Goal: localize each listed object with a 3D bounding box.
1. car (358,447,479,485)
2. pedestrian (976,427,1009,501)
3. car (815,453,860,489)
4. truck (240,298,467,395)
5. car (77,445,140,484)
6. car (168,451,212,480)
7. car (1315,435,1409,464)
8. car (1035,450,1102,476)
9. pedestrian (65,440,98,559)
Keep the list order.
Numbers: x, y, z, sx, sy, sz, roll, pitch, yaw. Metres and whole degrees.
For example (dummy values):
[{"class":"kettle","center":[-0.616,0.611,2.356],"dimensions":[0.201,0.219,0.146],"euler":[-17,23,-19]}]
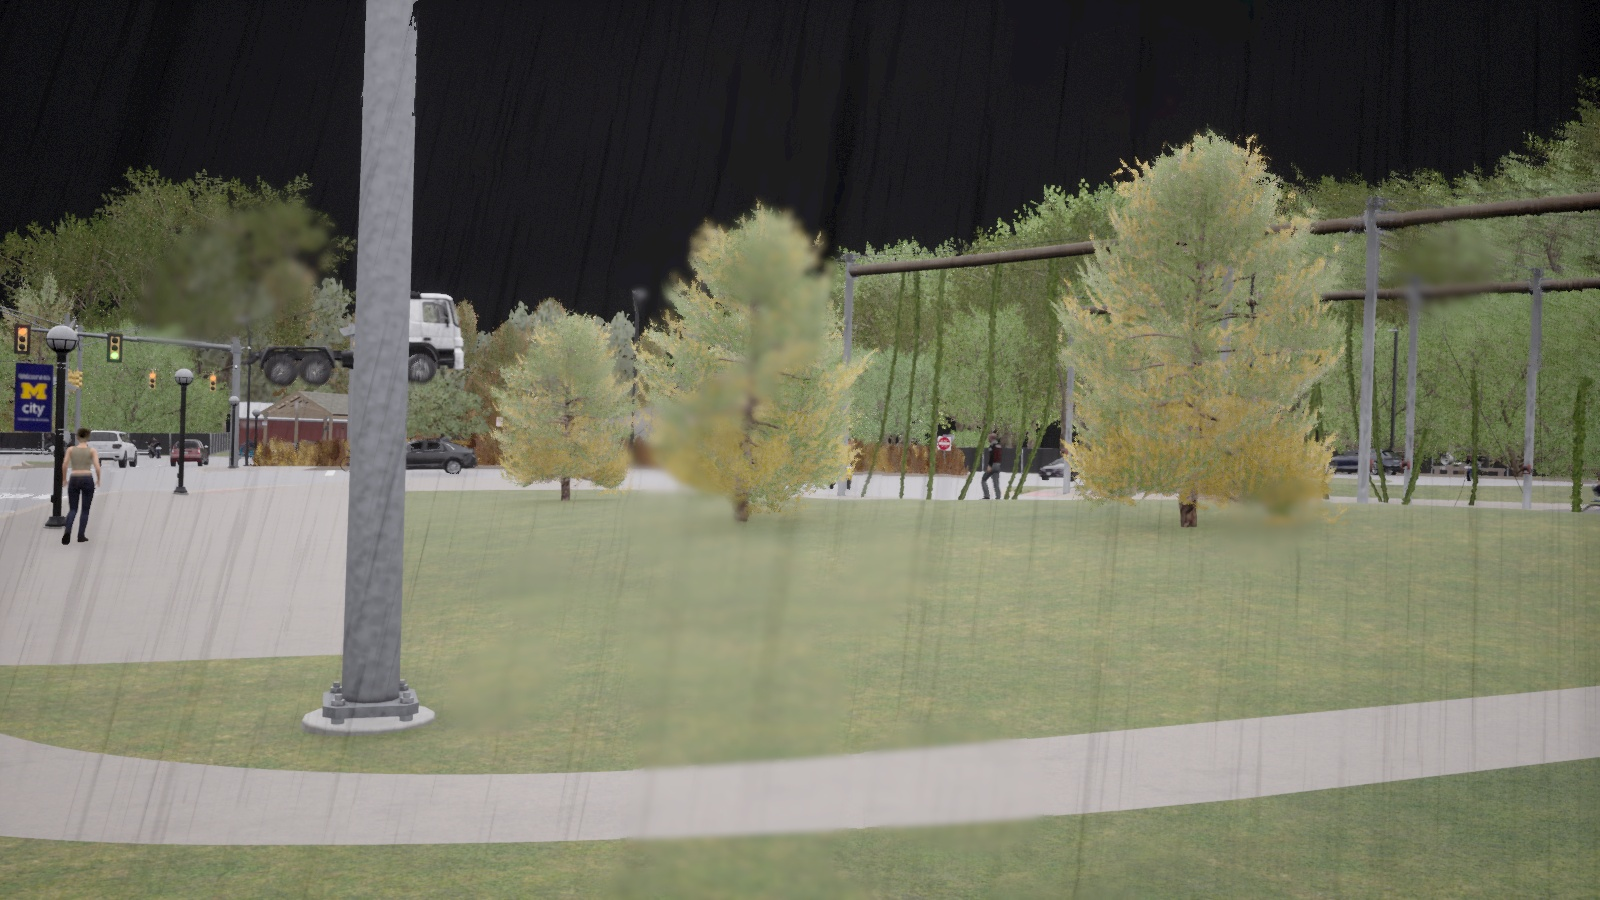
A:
[{"class":"car","center":[-16.492,0.663,54.329],"dimensions":[4.892,1.490,1.837],"euler":[-1,1,-19]},{"class":"pedestrian","center":[4.839,0.350,31.633],"dimensions":[0.376,1.854,0.720],"euler":[0,1,-45]},{"class":"car","center":[1.527,0.861,51.844],"dimensions":[1.481,1.376,2.207],"euler":[-1,1,-8]},{"class":"truck","center":[-17.328,-4.056,48.912],"dimensions":[7.936,3.462,2.891],"euler":[-4,4,-22]},{"class":"car","center":[-38.541,0.798,70.136],"dimensions":[2.150,2.045,5.566],"euler":[-1,0,-19]},{"class":"car","center":[-36.865,0.900,75.985],"dimensions":[1.851,1.617,3.988],"euler":[-1,1,-19]},{"class":"car","center":[33.722,-0.029,75.493],"dimensions":[2.033,1.649,4.856],"euler":[-1,0,-32]},{"class":"car","center":[15.776,0.786,73.645],"dimensions":[1.816,1.474,4.193],"euler":[-1,-1,45]},{"class":"pedestrian","center":[-11.317,0.766,19.792],"dimensions":[0.345,1.836,0.594],"euler":[1,0,-20]}]
